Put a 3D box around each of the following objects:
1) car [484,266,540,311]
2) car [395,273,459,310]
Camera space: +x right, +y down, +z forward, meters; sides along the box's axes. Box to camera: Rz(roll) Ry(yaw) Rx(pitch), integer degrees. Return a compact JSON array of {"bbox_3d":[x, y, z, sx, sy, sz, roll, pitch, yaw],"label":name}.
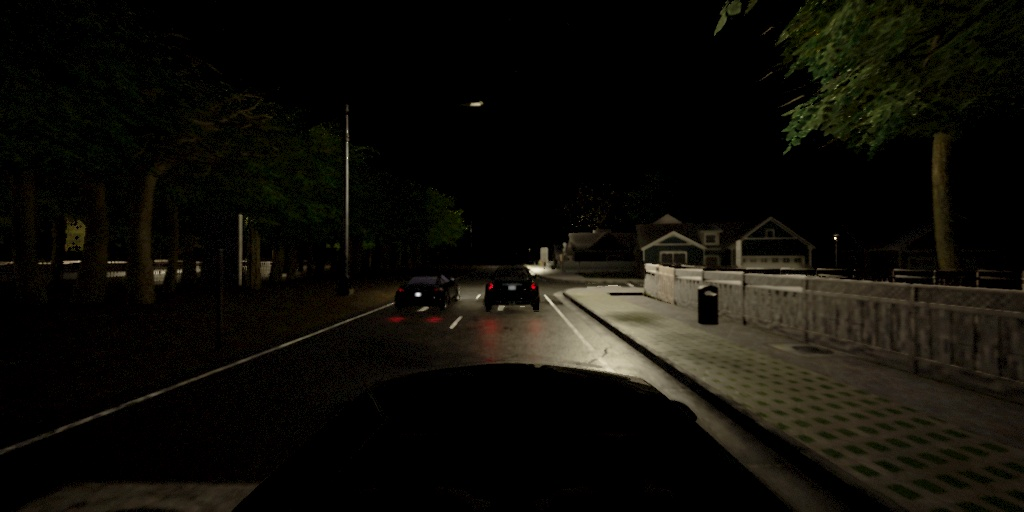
[{"bbox_3d":[0.018,1.195,15.249,2.097,1.767,4.553,0,0,0],"label":"car"},{"bbox_3d":[-3.480,1.409,15.338,1.994,1.385,4.181,0,0,0],"label":"car"}]
